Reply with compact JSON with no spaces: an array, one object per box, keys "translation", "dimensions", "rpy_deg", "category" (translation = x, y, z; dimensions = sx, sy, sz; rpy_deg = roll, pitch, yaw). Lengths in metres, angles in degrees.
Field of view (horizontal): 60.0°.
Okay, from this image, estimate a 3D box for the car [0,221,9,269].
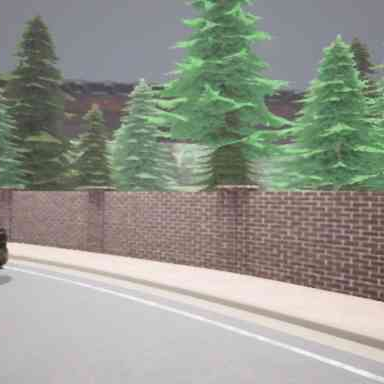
[{"translation":[-7.486,1.301,9.228],"dimensions":[5.566,2.045,2.150],"rpy_deg":[0,-2,30],"category":"car"}]
